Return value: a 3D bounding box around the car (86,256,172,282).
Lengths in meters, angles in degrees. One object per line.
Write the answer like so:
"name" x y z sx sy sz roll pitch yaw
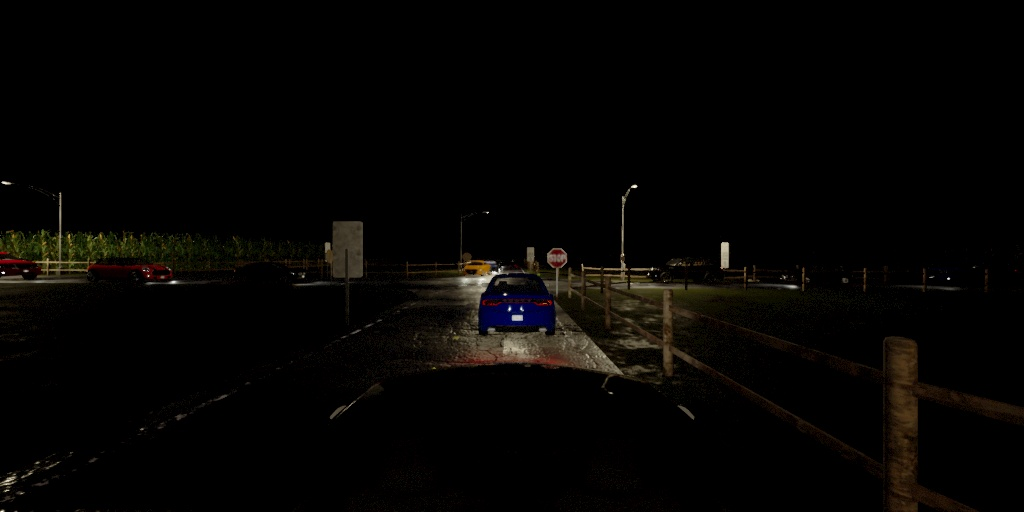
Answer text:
"car" -26.958 0.903 25.390 4.553 1.767 2.097 0 0 1

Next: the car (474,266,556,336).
"car" 0.120 1.227 10.456 1.882 1.535 5.008 0 0 0

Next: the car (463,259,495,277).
"car" -3.354 1.224 35.292 1.882 1.535 5.008 0 0 8

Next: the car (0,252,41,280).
"car" -37.296 0.692 25.515 5.566 2.045 2.150 0 0 1

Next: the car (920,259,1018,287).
"car" 35.094 1.282 27.610 5.566 2.045 2.150 1 0 1

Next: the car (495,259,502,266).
"car" -2.751 1.309 47.442 1.994 1.385 4.181 0 0 0

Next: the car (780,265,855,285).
"car" 23.560 1.458 27.755 4.892 1.490 1.837 1 0 1

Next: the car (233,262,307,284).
"car" -17.026 1.155 25.272 4.674 1.442 1.812 0 0 1

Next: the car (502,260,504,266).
"car" -2.714 1.250 58.075 1.837 1.490 4.892 0 0 0

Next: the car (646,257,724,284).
"car" 13.402 1.087 27.888 5.566 2.045 2.150 0 0 1
